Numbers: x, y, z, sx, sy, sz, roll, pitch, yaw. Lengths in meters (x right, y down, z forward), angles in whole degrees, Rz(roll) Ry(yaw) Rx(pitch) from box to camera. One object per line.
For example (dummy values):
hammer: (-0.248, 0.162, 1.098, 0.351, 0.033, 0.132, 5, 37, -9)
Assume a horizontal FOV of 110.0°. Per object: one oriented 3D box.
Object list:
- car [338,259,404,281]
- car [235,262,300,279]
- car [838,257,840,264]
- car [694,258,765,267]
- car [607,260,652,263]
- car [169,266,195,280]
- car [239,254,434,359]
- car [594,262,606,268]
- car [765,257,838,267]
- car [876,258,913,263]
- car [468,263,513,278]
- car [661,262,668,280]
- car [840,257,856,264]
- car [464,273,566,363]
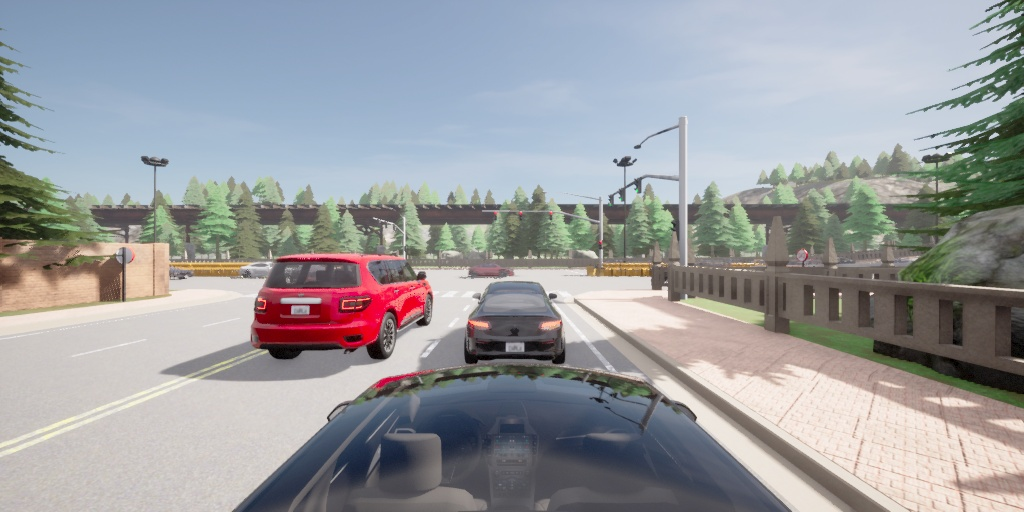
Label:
car: (-11.305, 1.101, 29.021, 4.553, 1.767, 2.097, 0, 0, 0)
car: (-22.134, 1.276, 32.578, 4.674, 1.442, 1.812, 0, 0, 0)
car: (35.687, 1.141, 43.050, 5.008, 1.535, 1.882, -1, 0, 0)
car: (14.712, 1.101, 25.402, 4.553, 1.767, 2.097, 0, 0, 0)
car: (13.412, 1.228, 39.609, 5.008, 1.535, 1.882, 0, 0, 0)
car: (-29.104, 1.297, 29.102, 5.357, 1.411, 2.033, 0, 0, 0)
car: (-3.440, 0.971, 8.515, 2.150, 2.045, 5.566, 0, 0, 0)
car: (13.139, 1.241, 46.609, 4.902, 1.511, 2.128, 0, 0, 0)
car: (25.953, 1.101, 32.363, 4.553, 1.767, 2.097, 0, 0, 0)
car: (42.054, 0.974, 39.534, 5.357, 1.411, 2.033, -3, 0, 0)
car: (-1.889, 1.314, 32.478, 4.181, 1.385, 1.994, 0, 0, 0)
car: (14.185, 1.314, 28.904, 4.181, 1.385, 1.994, 0, 0, 0)
car: (41.609, 0.953, 46.535, 4.892, 1.490, 1.837, -3, 0, 0)
car: (0.063, 1.276, 7.963, 1.812, 1.442, 4.674, 0, 0, 0)
